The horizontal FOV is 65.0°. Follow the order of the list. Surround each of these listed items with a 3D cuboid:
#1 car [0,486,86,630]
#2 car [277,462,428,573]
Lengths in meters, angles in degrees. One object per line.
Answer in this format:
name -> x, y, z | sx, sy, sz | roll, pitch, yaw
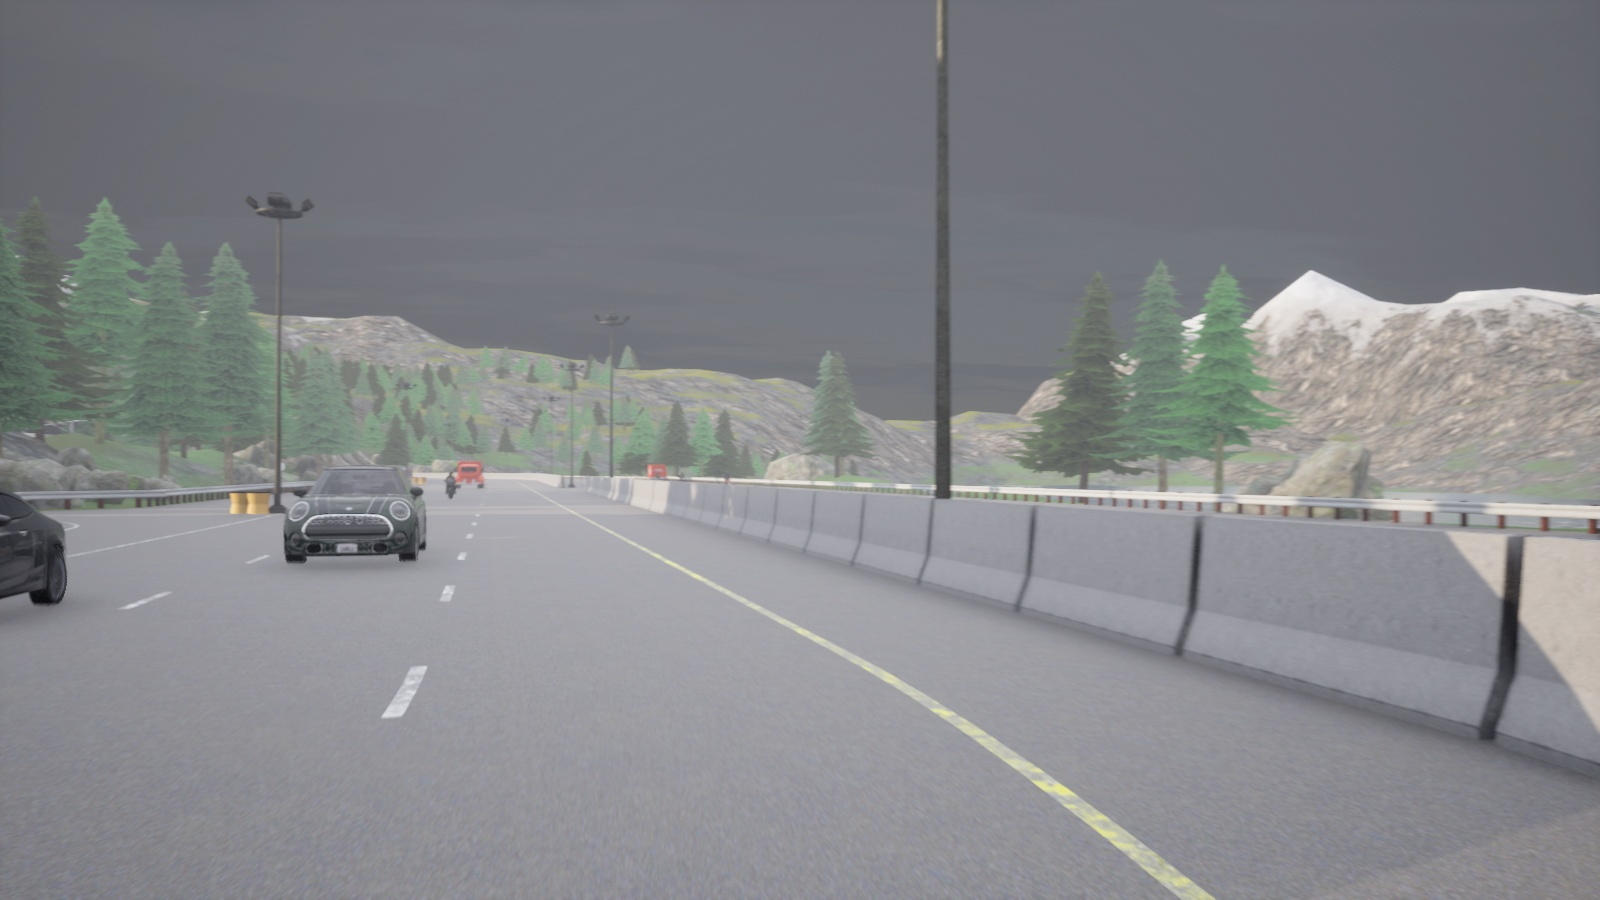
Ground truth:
car -> -9.186, 1.134, 13.100 | 1.812, 1.442, 4.674 | 0, -1, -14
car -> -7.904, 1.120, 22.580 | 2.097, 1.767, 4.553 | 0, -1, -14
